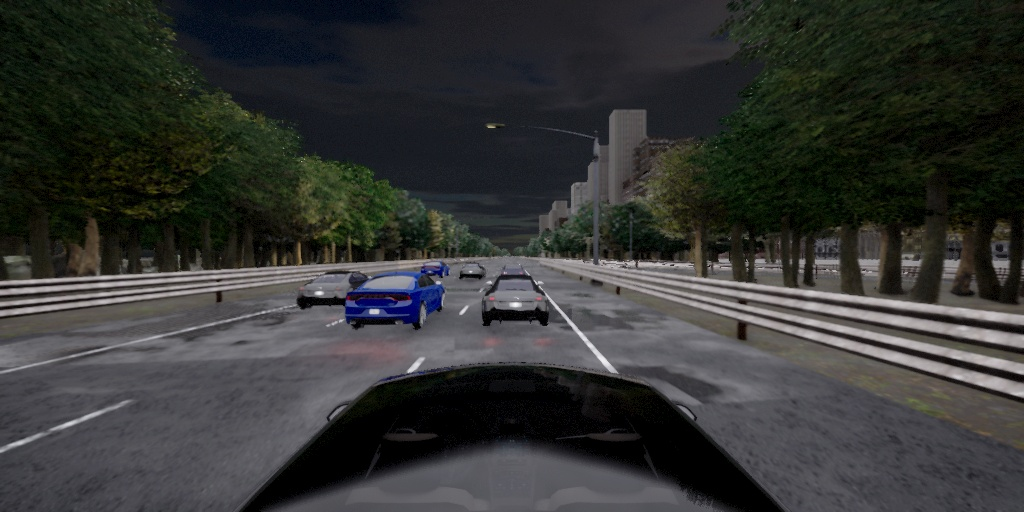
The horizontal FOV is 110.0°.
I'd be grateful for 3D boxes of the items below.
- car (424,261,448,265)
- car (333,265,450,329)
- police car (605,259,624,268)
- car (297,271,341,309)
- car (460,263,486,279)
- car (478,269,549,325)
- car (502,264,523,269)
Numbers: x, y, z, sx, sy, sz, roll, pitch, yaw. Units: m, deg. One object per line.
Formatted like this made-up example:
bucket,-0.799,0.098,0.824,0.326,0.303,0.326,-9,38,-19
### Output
car,-6.909,1.178,32.621,1.882,1.535,5.008,0,0,0
car,-3.404,1.222,11.338,1.882,1.535,5.008,0,0,0
police car,17.223,1.309,61.594,2.038,1.542,4.974,0,1,-34
car,-6.906,1.302,14.852,1.994,1.385,4.181,0,0,0
car,-3.410,1.266,31.613,1.994,1.385,4.181,0,0,0
car,0.097,1.308,11.849,1.994,1.385,4.181,0,0,0
car,0.093,1.308,29.629,1.895,1.301,4.718,0,0,0
